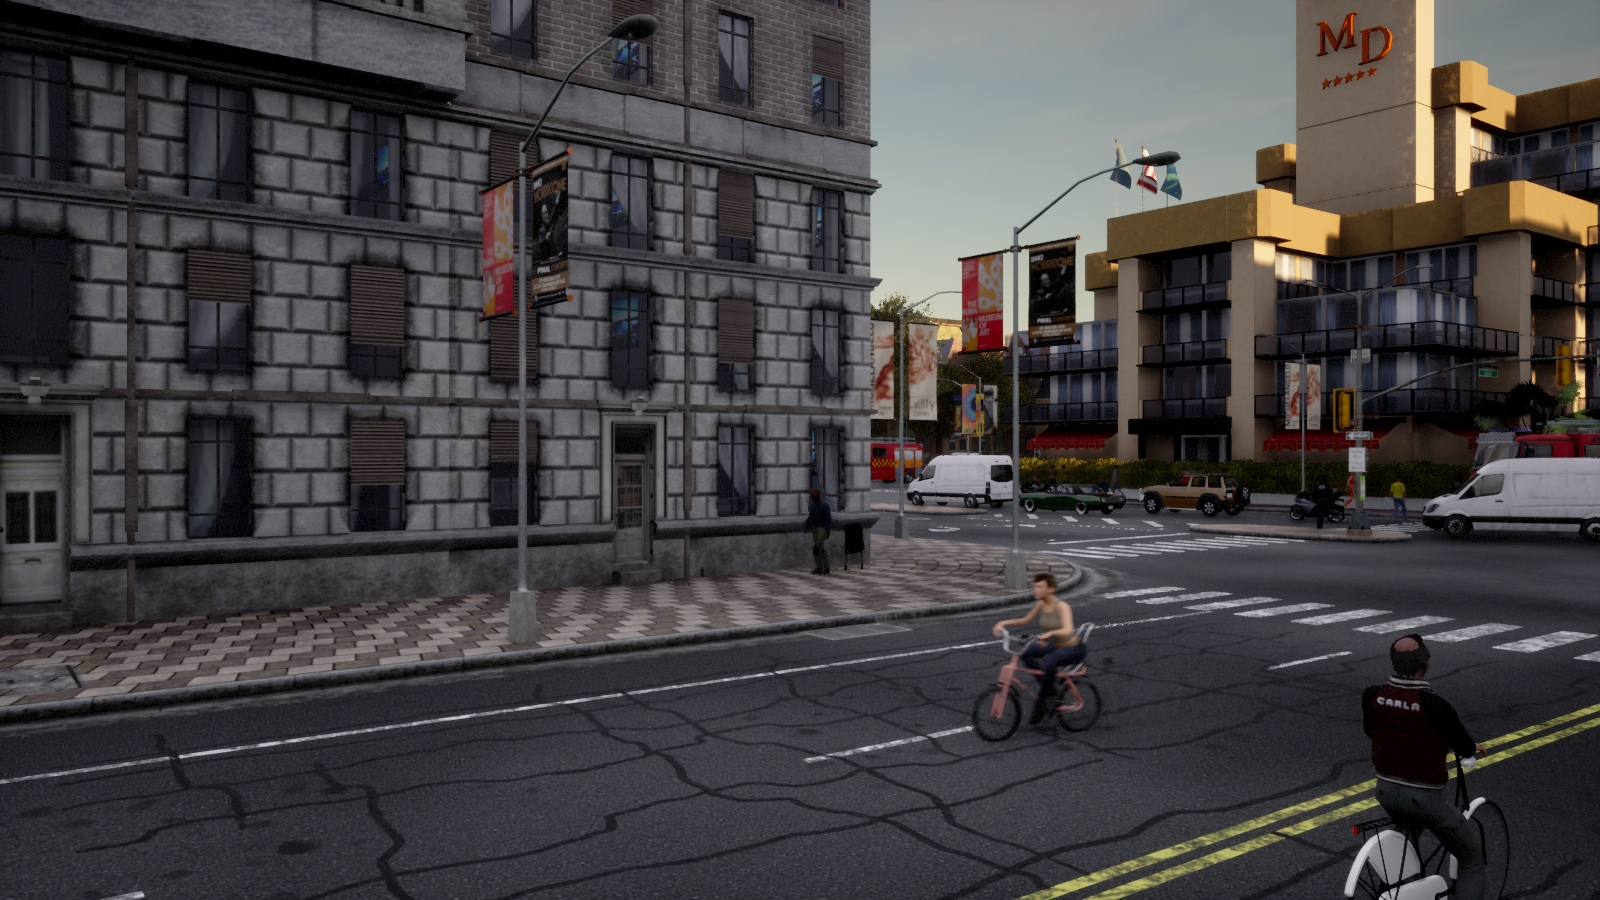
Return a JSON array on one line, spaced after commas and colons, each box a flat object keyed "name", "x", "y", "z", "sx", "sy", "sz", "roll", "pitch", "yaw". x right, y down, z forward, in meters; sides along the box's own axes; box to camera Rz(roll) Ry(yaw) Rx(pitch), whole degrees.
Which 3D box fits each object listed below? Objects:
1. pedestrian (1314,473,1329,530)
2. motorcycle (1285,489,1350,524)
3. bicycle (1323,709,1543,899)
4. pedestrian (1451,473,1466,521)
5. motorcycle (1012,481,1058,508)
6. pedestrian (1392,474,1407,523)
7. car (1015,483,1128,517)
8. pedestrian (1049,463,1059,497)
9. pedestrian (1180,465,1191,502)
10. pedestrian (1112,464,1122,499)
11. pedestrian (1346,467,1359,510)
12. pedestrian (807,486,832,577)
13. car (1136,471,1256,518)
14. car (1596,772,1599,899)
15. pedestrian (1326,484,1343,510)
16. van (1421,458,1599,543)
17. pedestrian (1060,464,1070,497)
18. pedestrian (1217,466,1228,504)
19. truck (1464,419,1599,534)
[{"name": "pedestrian", "x": 17.230, "y": 1.704, "z": 37.754, "sx": 0.375, "sy": 1.860, "sz": 0.375, "roll": 0, "pitch": 0, "yaw": 38}, {"name": "motorcycle", "x": 20.381, "y": 2.205, "z": 45.032, "sx": 0.867, "sy": 1.251, "sz": 2.209, "roll": 0, "pitch": 0, "yaw": -40}, {"name": "bicycle", "x": 3.626, "y": 2.210, "z": 6.476, "sx": 1.835, "sy": 1.171, "sz": 0.329, "roll": 0, "pitch": 0, "yaw": -35}, {"name": "pedestrian", "x": 25.762, "y": 1.848, "z": 44.717, "sx": 0.375, "sy": 1.860, "sz": 0.375, "roll": 0, "pitch": 0, "yaw": -25}, {"name": "motorcycle", "x": 11.640, "y": 2.205, "z": 56.539, "sx": 0.867, "sy": 1.251, "sz": 2.209, "roll": 0, "pitch": 0, "yaw": -37}, {"name": "pedestrian", "x": 22.970, "y": 1.848, "z": 43.796, "sx": 0.375, "sy": 1.860, "sz": 0.375, "roll": 0, "pitch": 0, "yaw": -37}, {"name": "car", "x": 11.885, "y": 2.155, "z": 50.351, "sx": 1.895, "sy": 1.301, "sz": 4.718, "roll": 0, "pitch": 0, "yaw": -37}, {"name": "pedestrian", "x": 14.355, "y": 1.696, "z": 64.585, "sx": 0.375, "sy": 1.860, "sz": 0.375, "roll": 0, "pitch": 0, "yaw": -38}, {"name": "pedestrian", "x": 19.609, "y": 1.696, "z": 58.083, "sx": 0.375, "sy": 1.860, "sz": 0.375, "roll": 0, "pitch": 0, "yaw": -37}, {"name": "pedestrian", "x": 17.010, "y": 1.696, "z": 61.287, "sx": 0.375, "sy": 1.860, "sz": 0.375, "roll": 0, "pitch": 0, "yaw": -40}, {"name": "pedestrian", "x": 24.440, "y": 1.696, "z": 50.555, "sx": 0.375, "sy": 1.860, "sz": 0.375, "roll": 0, "pitch": 0, "yaw": -28}, {"name": "pedestrian", "x": 0.407, "y": 1.696, "z": 23.800, "sx": 0.375, "sy": 1.860, "sz": 0.375, "roll": 0, "pitch": 0, "yaw": -39}, {"name": "car", "x": 17.034, "y": 1.864, "z": 49.374, "sx": 1.932, "sy": 1.855, "sz": 4.605, "roll": 0, "pitch": 0, "yaw": -37}, {"name": "car", "x": 4.999, "y": 1.754, "z": 3.274, "sx": 6.274, "sy": 2.098, "sz": 2.390, "roll": 0, "pitch": 0, "yaw": -34}, {"name": "pedestrian", "x": 23.690, "y": 2.077, "z": 50.626, "sx": 0.500, "sy": 1.100, "sz": 0.500, "roll": 0, "pitch": 0, "yaw": -27}, {"name": "van", "x": 23.179, "y": 1.534, "z": 36.384, "sx": 5.915, "sy": 2.561, "sz": 1.988, "roll": 0, "pitch": 0, "yaw": 30}, {"name": "pedestrian", "x": 14.829, "y": 1.696, "z": 63.978, "sx": 0.375, "sy": 1.860, "sz": 0.375, "roll": 0, "pitch": 0, "yaw": -37}, {"name": "pedestrian", "x": 20.668, "y": 1.698, "z": 55.898, "sx": 0.375, "sy": 1.860, "sz": 0.375, "roll": 0, "pitch": 0, "yaw": -45}, {"name": "truck", "x": 28.058, "y": 0.890, "z": 39.405, "sx": 8.468, "sy": 3.827, "sz": 2.891, "roll": 0, "pitch": 0, "yaw": 5}]
